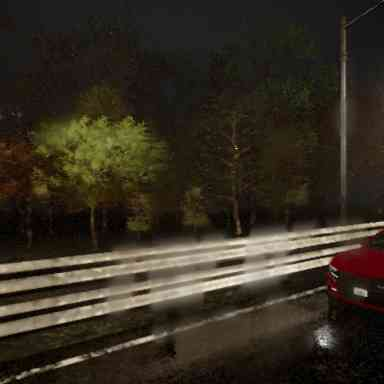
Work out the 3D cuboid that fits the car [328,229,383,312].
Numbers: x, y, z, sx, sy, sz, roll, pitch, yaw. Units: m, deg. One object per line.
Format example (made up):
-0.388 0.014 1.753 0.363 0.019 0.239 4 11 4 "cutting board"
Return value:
4.961 1.465 7.232 5.008 1.535 1.882 0 0 -36 "car"
